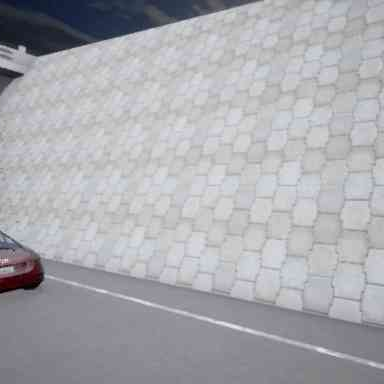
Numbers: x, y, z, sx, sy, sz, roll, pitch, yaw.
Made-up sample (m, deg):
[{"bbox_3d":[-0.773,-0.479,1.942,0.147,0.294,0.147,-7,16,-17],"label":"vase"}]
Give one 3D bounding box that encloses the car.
[{"bbox_3d":[-5.347,1.528,7.798,4.181,1.385,1.994,0,0,36],"label":"car"}]
